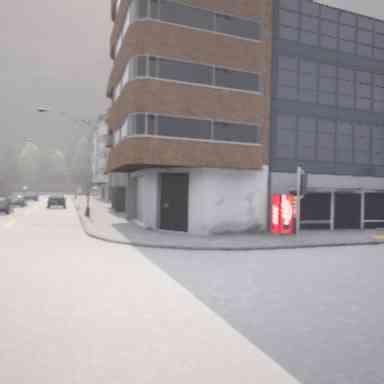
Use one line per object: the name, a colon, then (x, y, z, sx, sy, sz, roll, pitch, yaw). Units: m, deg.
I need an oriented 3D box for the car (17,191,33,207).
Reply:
car: (-19.263, 0.841, 36.560, 2.128, 1.511, 4.902, 1, 0, -20)

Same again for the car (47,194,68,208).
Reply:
car: (-14.778, 0.959, 36.464, 1.837, 1.490, 4.892, 1, 0, -21)

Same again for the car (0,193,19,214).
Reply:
car: (-15.699, 1.051, 27.002, 1.994, 1.385, 4.181, 1, 0, -20)

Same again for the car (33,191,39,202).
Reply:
car: (-24.641, 0.623, 51.075, 1.882, 1.535, 5.008, 1, 0, -20)
